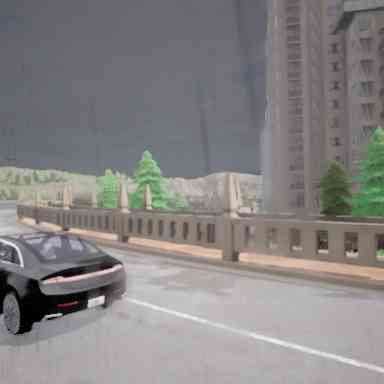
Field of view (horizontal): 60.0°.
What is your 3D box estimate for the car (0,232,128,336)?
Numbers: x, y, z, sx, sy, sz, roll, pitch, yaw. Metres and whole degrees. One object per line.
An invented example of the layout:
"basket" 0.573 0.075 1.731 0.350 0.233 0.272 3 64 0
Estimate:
"car" -3.398 1.597 6.975 4.902 1.511 2.128 -1 -1 40
